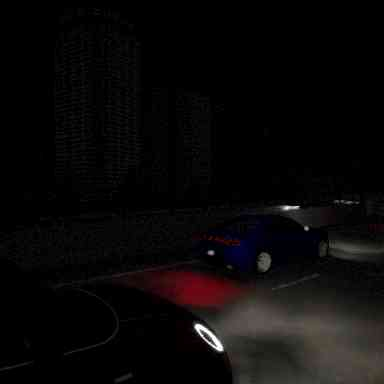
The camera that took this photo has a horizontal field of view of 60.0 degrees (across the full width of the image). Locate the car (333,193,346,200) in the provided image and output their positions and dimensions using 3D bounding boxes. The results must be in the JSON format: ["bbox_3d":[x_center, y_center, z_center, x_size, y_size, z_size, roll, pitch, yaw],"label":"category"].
[{"bbox_3d":[34.517,1.117,77.013,2.033,1.411,5.357,0,0,29],"label":"car"}]

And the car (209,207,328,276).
[{"bbox_3d":[2.386,1.443,10.415,5.008,1.535,1.882,0,0,-40],"label":"car"}]

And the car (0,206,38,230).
[{"bbox_3d":[-10.933,1.531,17.863,4.902,1.511,2.128,0,0,-38],"label":"car"}]

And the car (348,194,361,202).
[{"bbox_3d":[31.938,1.184,65.109,1.812,1.442,4.674,0,0,29],"label":"car"}]

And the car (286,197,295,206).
[{"bbox_3d":[15.586,1.401,50.149,1.895,1.301,4.718,0,0,29],"label":"car"}]

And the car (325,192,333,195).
[{"bbox_3d":[35.400,0.566,85.853,2.097,1.767,4.553,0,0,29],"label":"car"}]

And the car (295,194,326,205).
[{"bbox_3d":[15.121,1.310,42.279,2.128,1.511,4.902,0,0,31],"label":"car"}]

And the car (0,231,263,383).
[{"bbox_3d":[-1.829,1.359,2.642,4.553,1.767,2.097,0,0,-35],"label":"car"}]

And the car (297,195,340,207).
[{"bbox_3d":[11.954,1.353,31.173,2.128,1.511,4.902,0,0,36],"label":"car"}]
